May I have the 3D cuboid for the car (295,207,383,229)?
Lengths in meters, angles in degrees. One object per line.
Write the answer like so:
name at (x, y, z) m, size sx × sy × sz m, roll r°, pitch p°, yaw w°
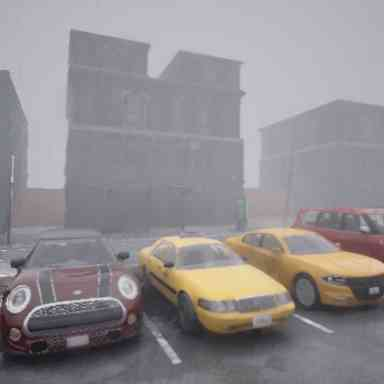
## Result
car at (5.237, 1.473, 9.788) m, size 2.435 × 2.045 × 5.566 m, roll 0°, pitch -2°, yaw -21°

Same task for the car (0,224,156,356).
car at (-2.450, 1.615, 6.863) m, size 2.185 × 1.767 × 4.553 m, roll 0°, pitch -2°, yaw -21°

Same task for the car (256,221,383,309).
car at (2.634, 1.730, 8.804) m, size 2.097 × 1.535 × 5.008 m, roll 0°, pitch -2°, yaw -21°

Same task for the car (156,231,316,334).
car at (0.108, 1.725, 7.619) m, size 1.946 × 1.575 × 5.366 m, roll 0°, pitch -2°, yaw -21°
